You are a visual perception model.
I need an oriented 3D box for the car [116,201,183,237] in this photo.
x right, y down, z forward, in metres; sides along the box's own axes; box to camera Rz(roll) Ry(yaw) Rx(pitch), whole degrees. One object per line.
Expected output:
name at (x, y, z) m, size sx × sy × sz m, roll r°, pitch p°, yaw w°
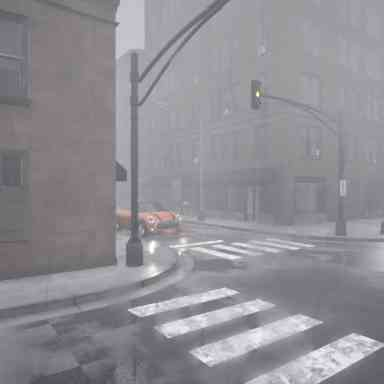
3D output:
car at (-2.372, 1.263, 17.511) m, size 2.097 × 1.767 × 4.553 m, roll 0°, pitch 0°, yaw -35°
